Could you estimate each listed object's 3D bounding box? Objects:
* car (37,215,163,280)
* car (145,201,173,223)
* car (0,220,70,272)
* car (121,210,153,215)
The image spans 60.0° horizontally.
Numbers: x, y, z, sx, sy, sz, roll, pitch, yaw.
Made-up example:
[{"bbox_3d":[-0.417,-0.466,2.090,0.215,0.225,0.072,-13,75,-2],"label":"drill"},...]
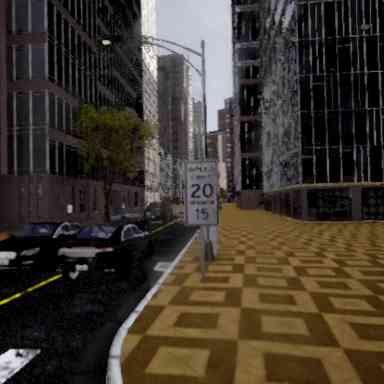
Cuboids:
[{"bbox_3d":[-2.537,1.732,10.732,2.128,1.511,4.902,-1,-1,5],"label":"car"},{"bbox_3d":[-3.275,1.975,32.889,2.150,2.045,5.566,-1,-1,6],"label":"car"},{"bbox_3d":[-5.267,1.826,12.111,2.128,1.511,4.902,-1,-1,6],"label":"car"},{"bbox_3d":[-4.286,2.138,22.347,1.895,1.301,4.718,-1,-1,5],"label":"car"}]
